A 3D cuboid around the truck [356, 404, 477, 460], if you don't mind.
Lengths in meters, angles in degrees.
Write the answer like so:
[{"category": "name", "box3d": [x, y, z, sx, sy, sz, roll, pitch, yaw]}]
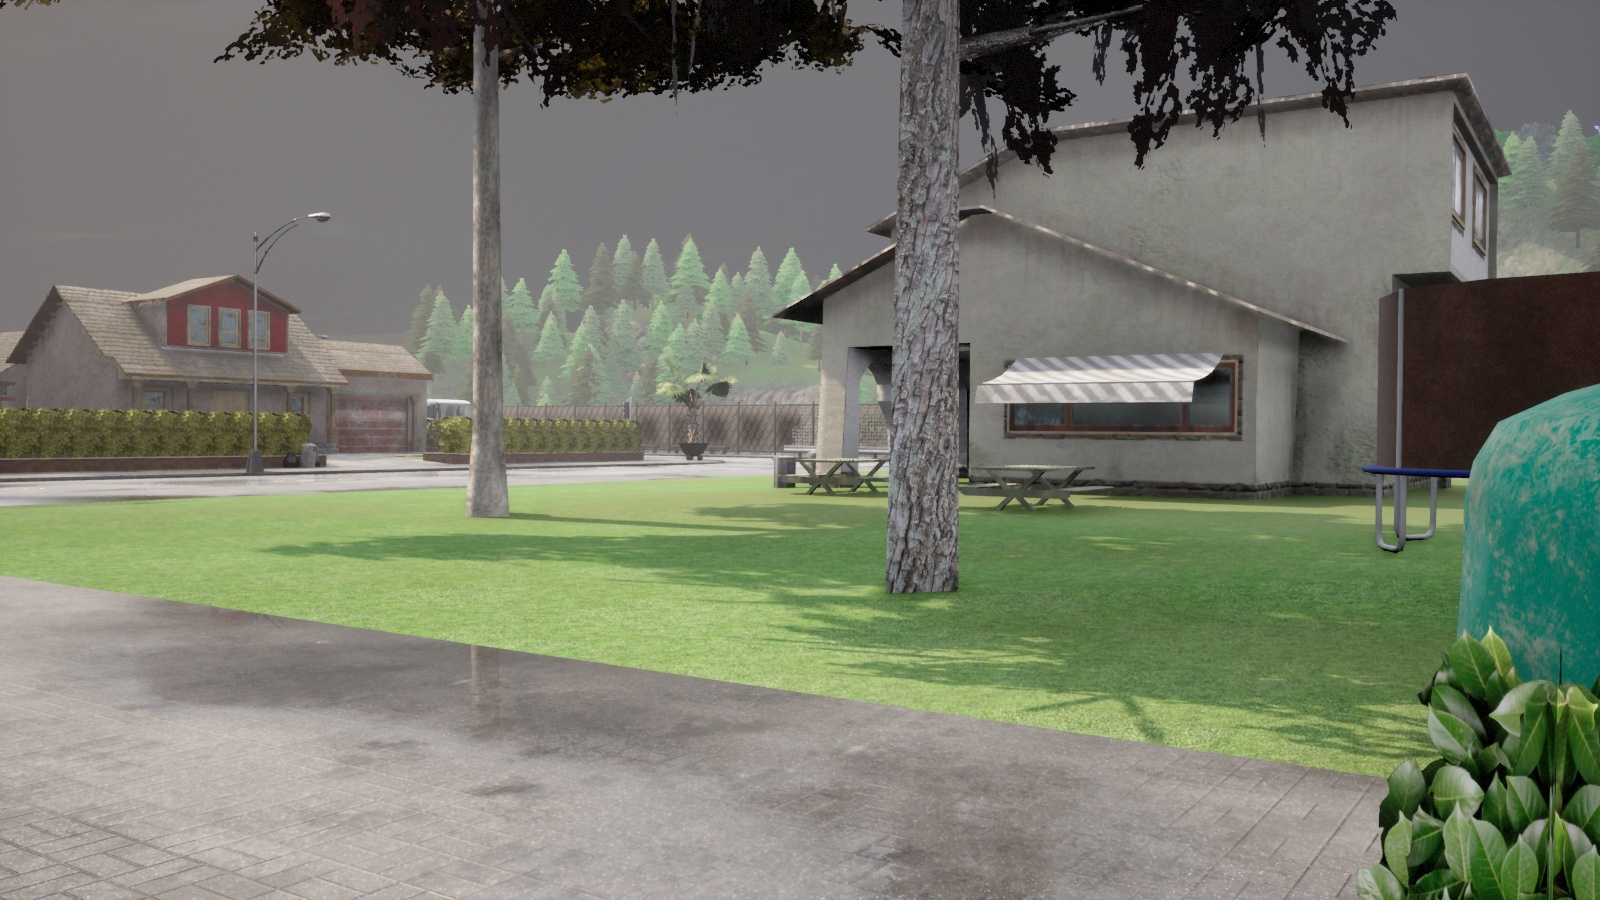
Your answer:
[{"category": "truck", "box3d": [-24.410, -1.120, 79.860, 7.936, 3.462, 2.891, 0, 1, 33]}]
